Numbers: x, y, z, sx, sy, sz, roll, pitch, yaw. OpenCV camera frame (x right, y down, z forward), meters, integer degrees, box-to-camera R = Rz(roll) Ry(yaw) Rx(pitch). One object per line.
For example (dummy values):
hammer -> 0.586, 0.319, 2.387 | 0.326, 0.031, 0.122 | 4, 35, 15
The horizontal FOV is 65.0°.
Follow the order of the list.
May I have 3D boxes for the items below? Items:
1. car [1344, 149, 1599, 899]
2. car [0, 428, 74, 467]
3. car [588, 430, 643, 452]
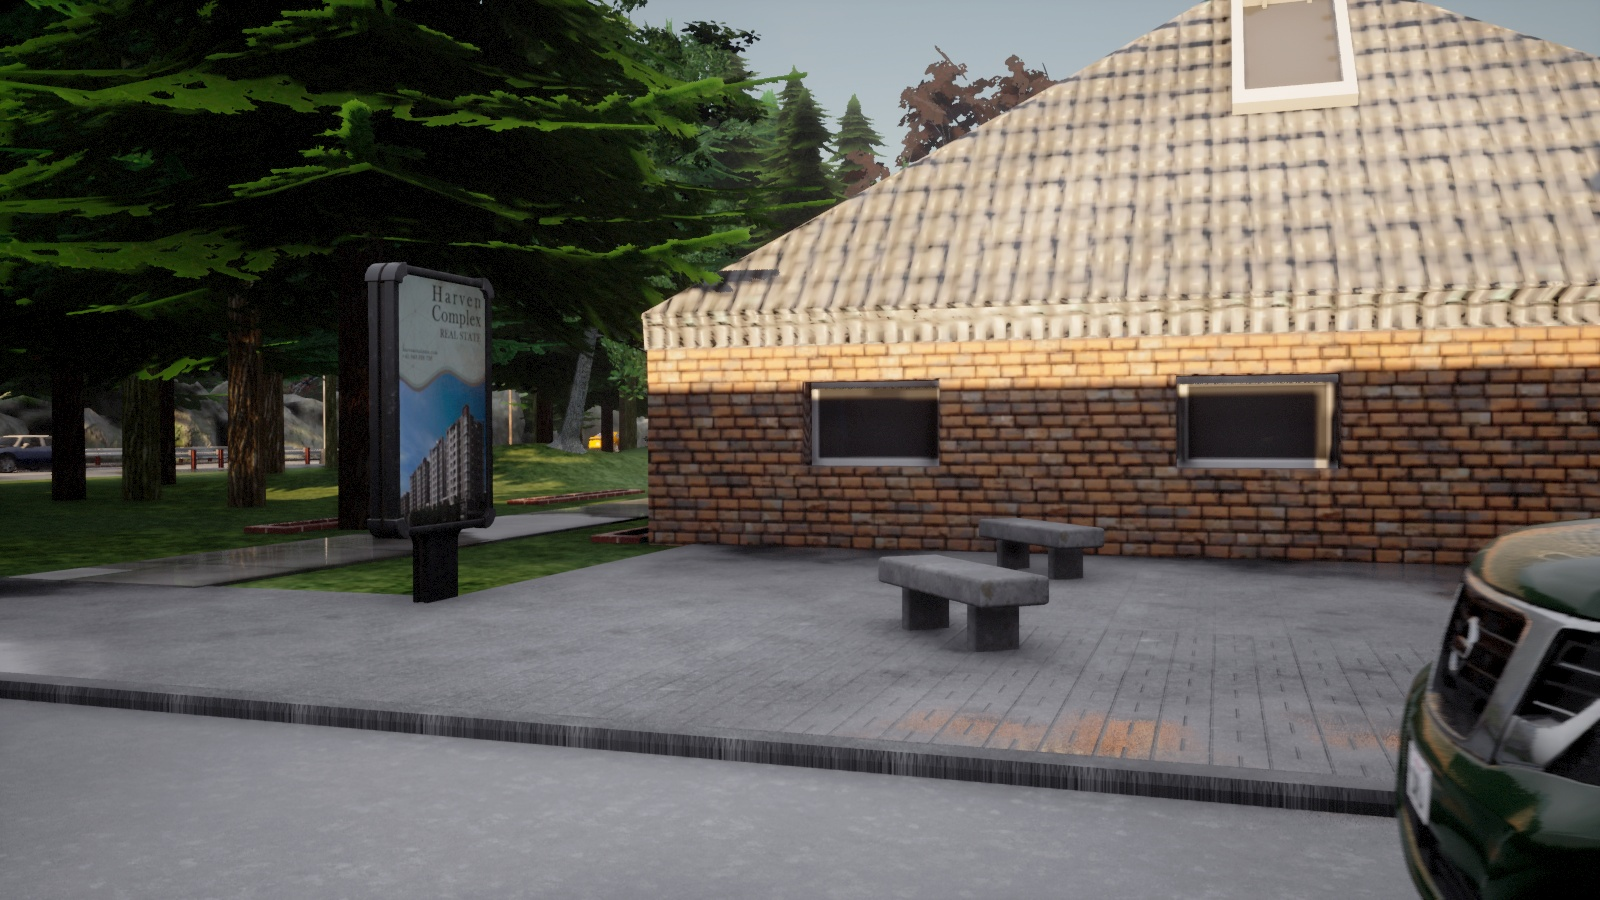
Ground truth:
car -> 4.140, 0.524, 2.324 | 5.566, 2.045, 2.150 | 1, 1, 19
car -> -31.171, -0.122, 49.768 | 1.970, 1.475, 3.806 | 1, 1, 18
car -> -13.315, -0.699, 90.765 | 1.882, 1.535, 5.008 | 1, 1, 19
